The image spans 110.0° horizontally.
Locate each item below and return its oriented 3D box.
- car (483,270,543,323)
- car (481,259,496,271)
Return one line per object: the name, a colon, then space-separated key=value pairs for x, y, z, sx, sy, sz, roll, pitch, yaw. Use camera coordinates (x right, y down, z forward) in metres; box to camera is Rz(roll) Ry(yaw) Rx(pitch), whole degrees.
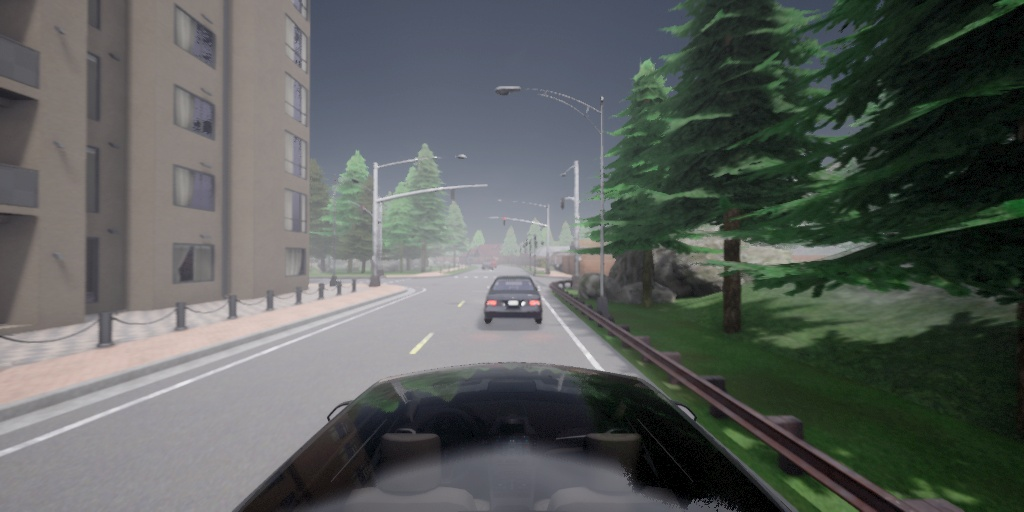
car: x=0.054 y=1.375 z=12.478 sx=2.033 sy=1.411 sz=5.357 roll=0 pitch=-1 yaw=1
car: x=-4.116 y=1.673 z=60.026 sx=1.812 sy=1.442 sz=4.674 roll=0 pitch=0 yaw=0
